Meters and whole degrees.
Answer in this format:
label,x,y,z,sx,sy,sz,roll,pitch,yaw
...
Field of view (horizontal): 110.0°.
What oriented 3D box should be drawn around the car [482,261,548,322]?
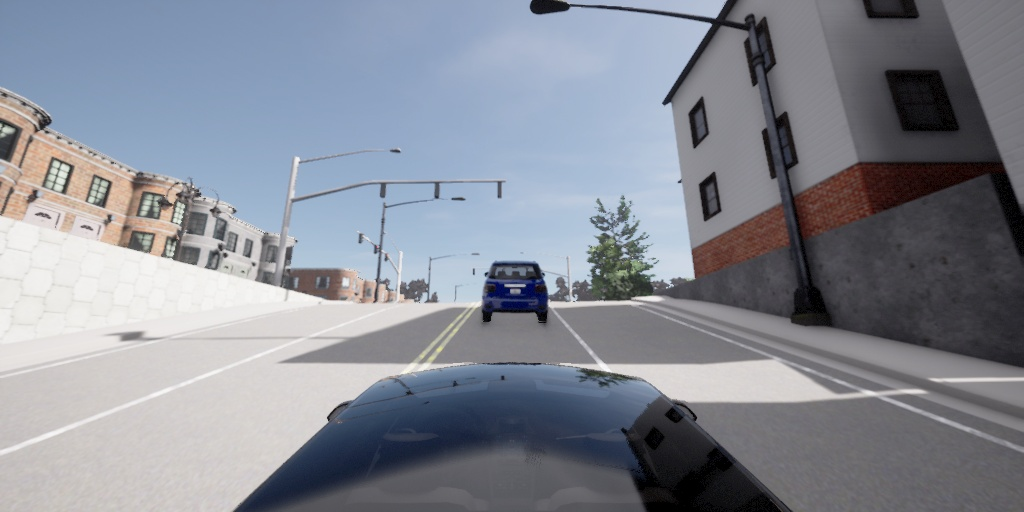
label,x,y,z,sx,sy,sz,roll,pitch,yaw
car,0.103,1.217,13.534,2.150,2.045,5.566,0,-1,0
